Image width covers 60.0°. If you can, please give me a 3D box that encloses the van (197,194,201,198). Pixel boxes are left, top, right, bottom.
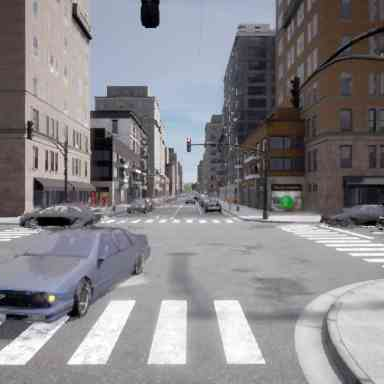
[{"bbox_3d":[2.235,1.424,58.207,1.690,1.788,3.998,0,0,0],"label":"van"}]

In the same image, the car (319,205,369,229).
[{"bbox_3d":[10.891,1.508,20.708,5.357,1.411,2.033,0,0,0],"label":"car"}]

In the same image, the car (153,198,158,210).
[{"bbox_3d":[-5.774,1.490,41.667,1.967,1.590,4.097,0,0,0],"label":"car"}]

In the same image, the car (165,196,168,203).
[{"bbox_3d":[-5.790,1.634,58.199,2.008,1.369,4.403,0,0,0],"label":"car"}]

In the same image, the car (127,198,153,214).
[{"bbox_3d":[-5.768,1.480,36.156,1.967,1.590,4.097,0,0,0],"label":"car"}]

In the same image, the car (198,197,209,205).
[{"bbox_3d":[2.229,1.648,63.718,2.008,1.369,4.403,0,0,0],"label":"car"}]

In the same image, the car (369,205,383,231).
[{"bbox_3d":[12.280,1.301,17.451,4.553,1.767,2.097,0,0,0],"label":"car"}]

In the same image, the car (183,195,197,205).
[{"bbox_3d":[-0.308,1.695,62.686,1.895,1.301,4.718,0,0,0],"label":"car"}]

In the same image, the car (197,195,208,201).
[{"bbox_3d":[2.240,1.637,52.696,1.947,1.339,4.313,0,0,0],"label":"car"}]

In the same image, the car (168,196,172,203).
[{"bbox_3d":[-5.801,1.552,69.220,1.967,1.590,4.097,0,0,0],"label":"car"}]

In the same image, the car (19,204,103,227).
[{"bbox_3d":[-8.044,1.521,20.577,4.902,1.511,2.128,-1,0,0],"label":"car"}]

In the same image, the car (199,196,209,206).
[{"bbox_3d":[2.246,1.641,47.186,1.802,1.307,4.206,0,0,0],"label":"car"}]

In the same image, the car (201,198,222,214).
[{"bbox_3d":[2.257,1.606,36.163,1.947,1.339,4.313,0,0,0],"label":"car"}]

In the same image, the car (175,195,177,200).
[{"bbox_3d":[-5.823,1.721,91.264,1.887,1.381,4.507,0,0,0],"label":"car"}]

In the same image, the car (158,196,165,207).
[{"bbox_3d":[-5.785,1.653,52.688,1.802,1.307,4.206,0,0,0],"label":"car"}]

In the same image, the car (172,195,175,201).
[{"bbox_3d":[-5.812,1.695,80.242,2.008,1.369,4.403,0,0,0],"label":"car"}]

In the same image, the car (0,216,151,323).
[{"bbox_3d":[-2.513,1.540,7.744,2.033,1.411,5.357,0,0,10],"label":"car"}]
